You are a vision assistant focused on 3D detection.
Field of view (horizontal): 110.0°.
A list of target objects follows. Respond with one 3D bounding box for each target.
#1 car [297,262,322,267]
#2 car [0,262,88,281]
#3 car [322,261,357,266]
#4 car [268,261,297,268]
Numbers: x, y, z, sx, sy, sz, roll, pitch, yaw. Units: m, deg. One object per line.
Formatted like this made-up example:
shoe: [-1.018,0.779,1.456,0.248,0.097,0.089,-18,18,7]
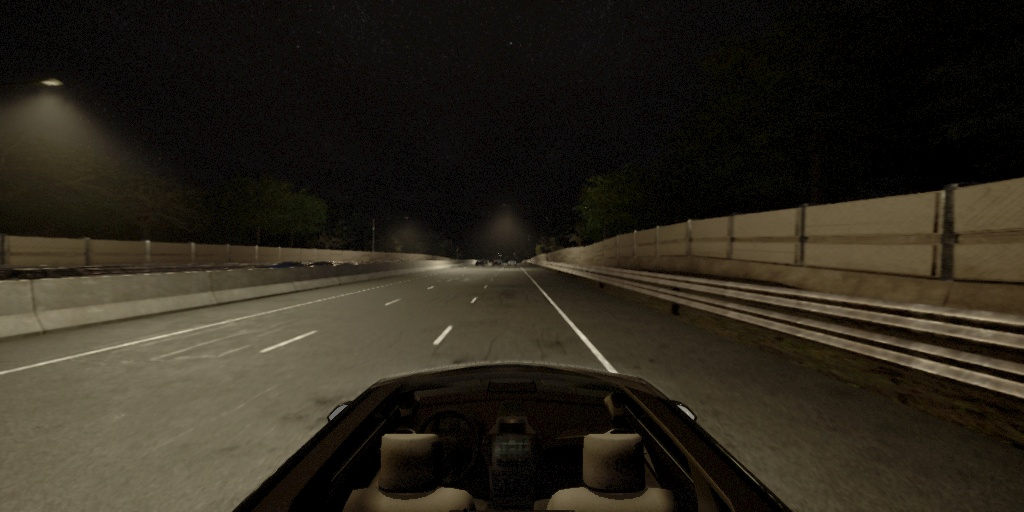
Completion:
car: [-21.043,1.355,39.560,1.837,1.490,4.892,0,0,0]
car: [-17.520,1.122,12.346,2.097,1.767,4.553,0,0,1]
car: [-17.552,1.392,38.142,2.033,1.411,5.357,0,0,1]
car: [-24.542,1.328,39.285,1.882,1.535,5.008,0,0,0]
